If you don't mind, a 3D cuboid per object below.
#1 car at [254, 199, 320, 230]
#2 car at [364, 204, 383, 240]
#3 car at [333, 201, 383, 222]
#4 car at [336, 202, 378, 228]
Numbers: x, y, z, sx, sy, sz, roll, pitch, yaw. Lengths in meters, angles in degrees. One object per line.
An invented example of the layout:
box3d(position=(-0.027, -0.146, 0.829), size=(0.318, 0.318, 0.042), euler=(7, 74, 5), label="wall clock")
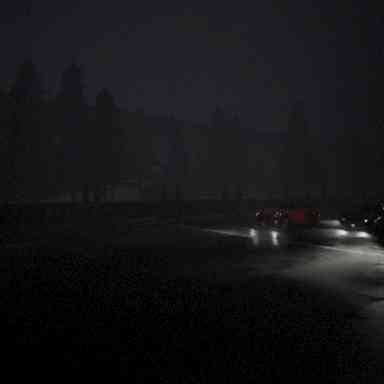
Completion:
box3d(position=(6.113, 1.332, 21.237), size=(4.553, 1.767, 2.097), euler=(0, 0, -35), label="car")
box3d(position=(10.527, 1.470, 15.747), size=(4.902, 1.511, 2.128), euler=(0, 0, -37), label="car")
box3d(position=(13.825, 1.515, 26.724), size=(5.357, 1.411, 2.033), euler=(0, 0, -35), label="car")
box3d(position=(11.461, 1.521, 20.748), size=(5.357, 1.411, 2.033), euler=(0, 0, -35), label="car")
